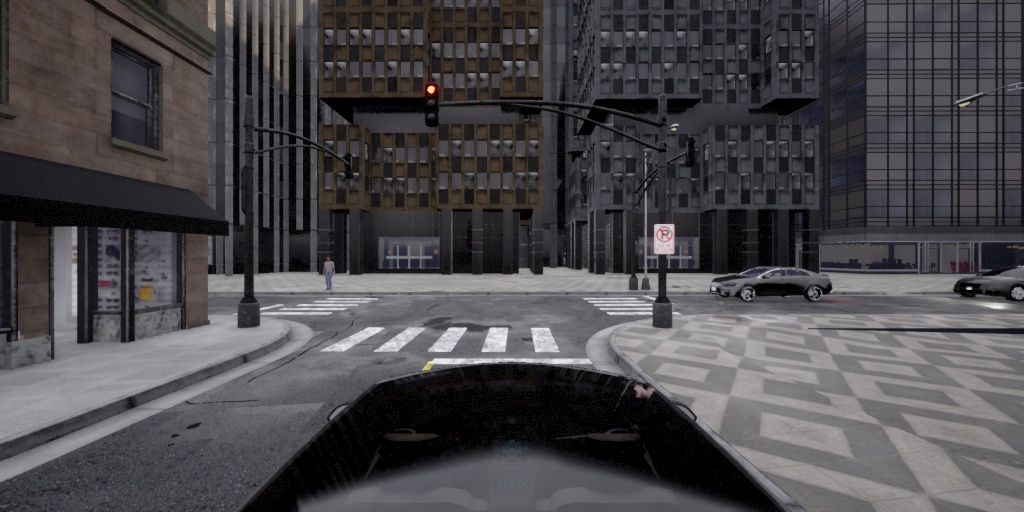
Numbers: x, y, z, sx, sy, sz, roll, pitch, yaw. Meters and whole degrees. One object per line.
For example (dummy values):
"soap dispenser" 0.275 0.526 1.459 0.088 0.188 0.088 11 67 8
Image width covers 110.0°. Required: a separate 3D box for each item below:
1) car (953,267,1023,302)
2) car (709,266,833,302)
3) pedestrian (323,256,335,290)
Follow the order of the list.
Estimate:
"car" 23.123 1.221 16.215 4.892 1.490 1.837 0 0 0
"car" 11.634 1.223 16.297 4.902 1.511 2.128 0 0 0
"pedestrian" -9.929 0.902 19.476 0.375 1.860 0.375 0 0 0
